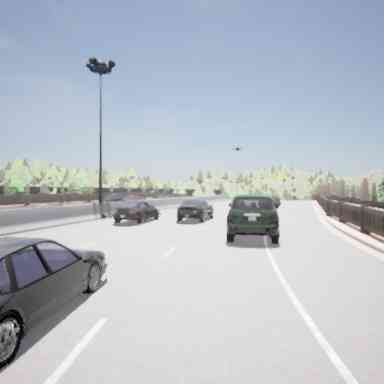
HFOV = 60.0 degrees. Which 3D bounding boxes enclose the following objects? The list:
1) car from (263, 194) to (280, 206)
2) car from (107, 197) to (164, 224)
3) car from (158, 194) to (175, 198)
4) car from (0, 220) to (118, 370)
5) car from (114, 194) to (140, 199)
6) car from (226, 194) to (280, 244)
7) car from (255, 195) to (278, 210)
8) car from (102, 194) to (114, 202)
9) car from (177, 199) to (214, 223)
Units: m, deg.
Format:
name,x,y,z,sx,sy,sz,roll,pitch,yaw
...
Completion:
name,x,y,z,sx,sy,sz,roll,pitch,yaw
car,11.619,1.121,48.270,1.882,1.535,5.008,0,1,19
car,-3.700,1.324,22.645,1.812,1.442,4.674,0,0,14
car,-3.828,1.098,45.909,2.128,1.511,4.902,0,1,19
car,-3.109,1.489,5.569,2.033,1.411,5.357,0,0,4
car,-8.065,1.131,44.295,1.812,1.442,4.674,0,1,19
car,2.834,1.105,15.478,2.150,2.045,5.566,0,0,11
car,8.812,1.200,39.154,2.128,1.511,4.902,0,0,19
car,-11.016,1.079,46.489,1.837,1.490,4.892,0,1,19
car,0.328,1.306,24.083,1.837,1.490,4.892,0,0,16
